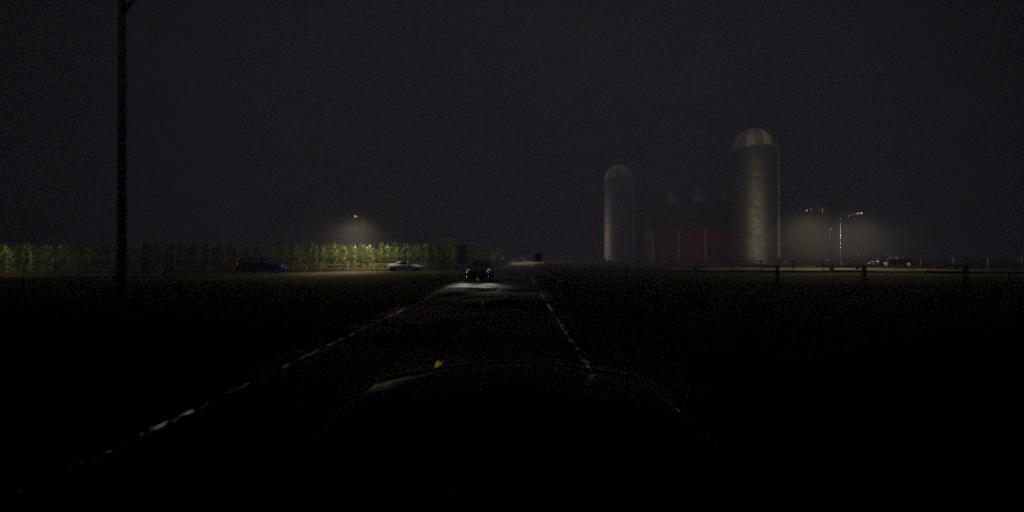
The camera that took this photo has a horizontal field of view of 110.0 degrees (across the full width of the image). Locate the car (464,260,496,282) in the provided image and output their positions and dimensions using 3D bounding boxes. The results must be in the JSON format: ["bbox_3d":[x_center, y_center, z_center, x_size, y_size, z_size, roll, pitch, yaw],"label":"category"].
[{"bbox_3d":[-2.432,1.105,28.391,2.097,1.767,4.553,0,0,2],"label":"car"}]

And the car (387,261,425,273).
[{"bbox_3d":[-13.486,1.395,45.871,4.674,1.442,1.812,1,-1,-3],"label":"car"}]

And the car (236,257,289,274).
[{"bbox_3d":[-31.030,1.183,44.638,5.566,2.045,2.150,0,-1,-5],"label":"car"}]
